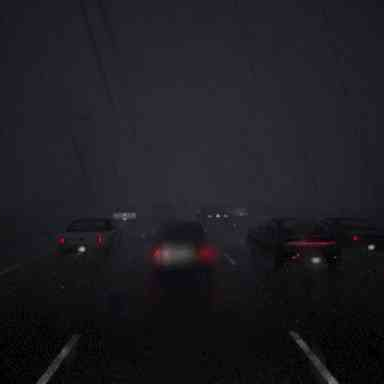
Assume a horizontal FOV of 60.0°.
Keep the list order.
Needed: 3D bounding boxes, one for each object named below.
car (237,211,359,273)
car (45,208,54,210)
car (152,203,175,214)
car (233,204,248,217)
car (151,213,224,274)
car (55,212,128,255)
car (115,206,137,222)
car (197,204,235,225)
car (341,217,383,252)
[{"bbox_3d":[3.131,1.609,11.153,2.128,1.511,4.902,0,-1,-3],"label":"car"},{"bbox_3d":[-19.950,2.006,45.826,2.128,1.511,4.902,0,0,-13],"label":"car"},{"bbox_3d":[-2.861,1.836,32.994,1.882,1.535,5.008,0,-1,-9],"label":"car"},{"bbox_3d":[4.219,1.876,33.099,1.812,1.442,4.674,0,-1,-9],"label":"car"},{"bbox_3d":[-0.356,1.668,11.029,2.033,1.411,5.357,0,-1,-3],"label":"car"},{"bbox_3d":[-4.070,1.758,14.030,1.895,1.301,4.718,0,-1,-4],"label":"car"},{"bbox_3d":[-5.839,1.925,29.472,1.895,1.301,4.718,0,-1,-8],"label":"car"},{"bbox_3d":[1.594,1.836,26.958,2.033,1.411,5.357,0,-1,-7],"label":"car"},{"bbox_3d":[6.426,1.749,14.425,1.895,1.301,4.718,0,-1,-4],"label":"car"}]
